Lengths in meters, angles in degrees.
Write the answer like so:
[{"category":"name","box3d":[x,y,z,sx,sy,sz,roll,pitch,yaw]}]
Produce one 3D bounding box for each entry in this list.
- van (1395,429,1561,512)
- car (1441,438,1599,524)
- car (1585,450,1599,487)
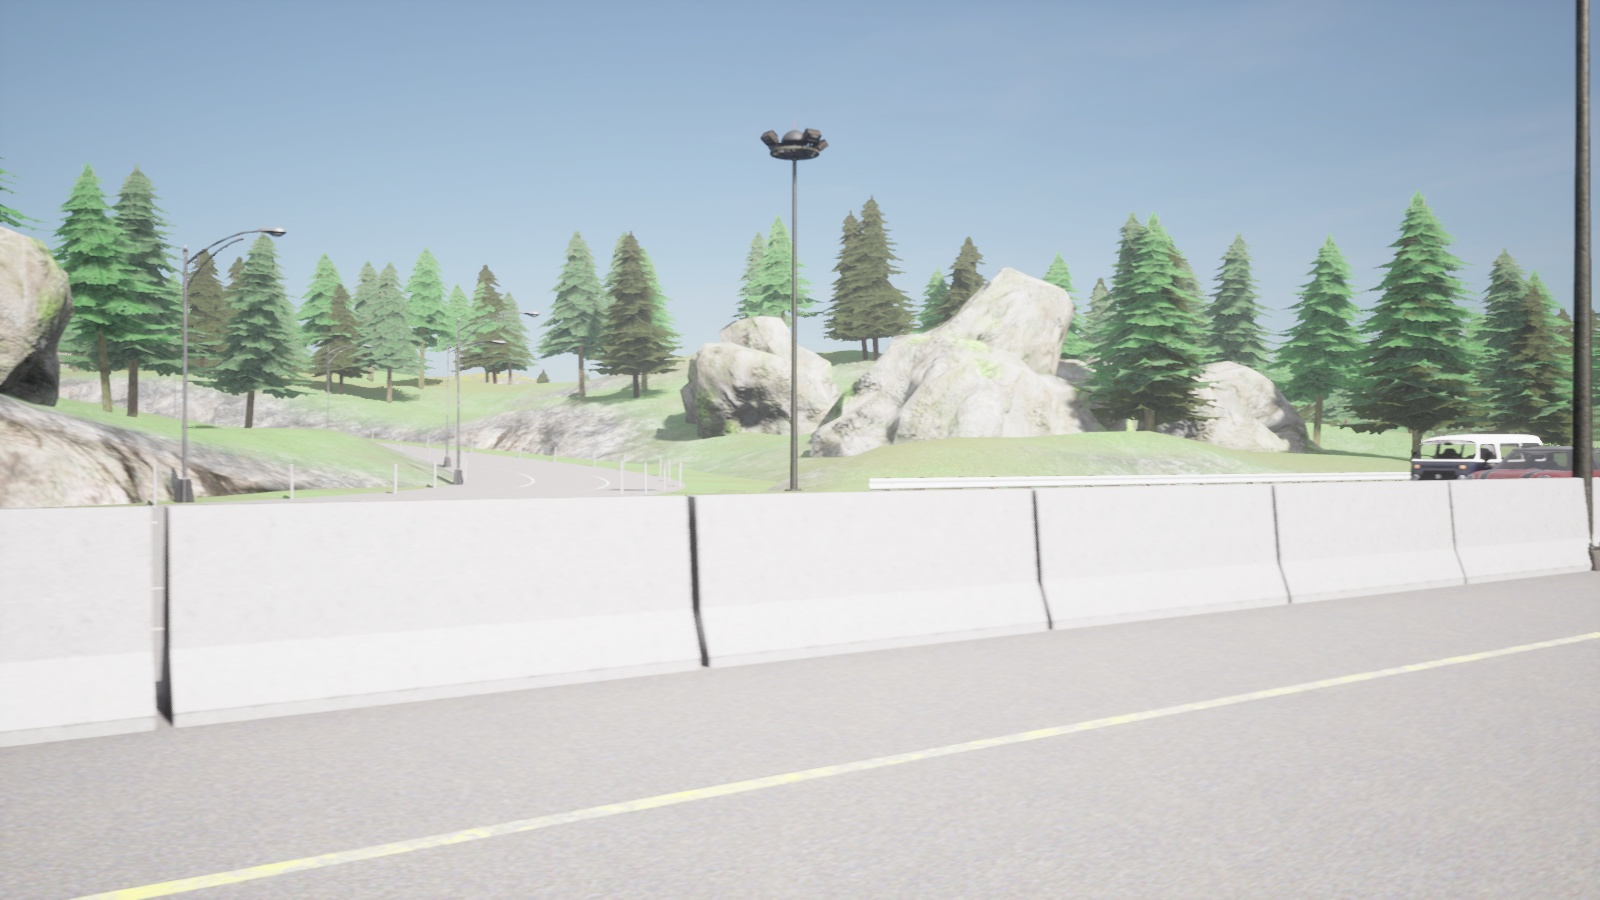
[{"category":"van","box3d":[17.953,0.512,33.213,4.480,2.038,2.069,0,0,-35]},{"category":"car","box3d":[16.511,0.637,27.944,4.553,1.767,2.097,0,0,-35]},{"category":"car","box3d":[35.616,0.781,54.034,3.705,1.549,1.789,0,0,-35]}]
